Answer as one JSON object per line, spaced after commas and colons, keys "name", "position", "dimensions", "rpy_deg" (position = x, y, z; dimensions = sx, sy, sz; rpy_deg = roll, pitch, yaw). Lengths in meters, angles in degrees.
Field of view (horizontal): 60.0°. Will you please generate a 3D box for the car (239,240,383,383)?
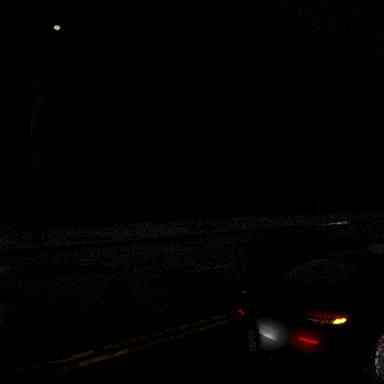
{"name": "car", "position": [2.814, 1.526, 5.350], "dimensions": [4.674, 1.442, 1.812], "rpy_deg": [0, 0, -35]}
